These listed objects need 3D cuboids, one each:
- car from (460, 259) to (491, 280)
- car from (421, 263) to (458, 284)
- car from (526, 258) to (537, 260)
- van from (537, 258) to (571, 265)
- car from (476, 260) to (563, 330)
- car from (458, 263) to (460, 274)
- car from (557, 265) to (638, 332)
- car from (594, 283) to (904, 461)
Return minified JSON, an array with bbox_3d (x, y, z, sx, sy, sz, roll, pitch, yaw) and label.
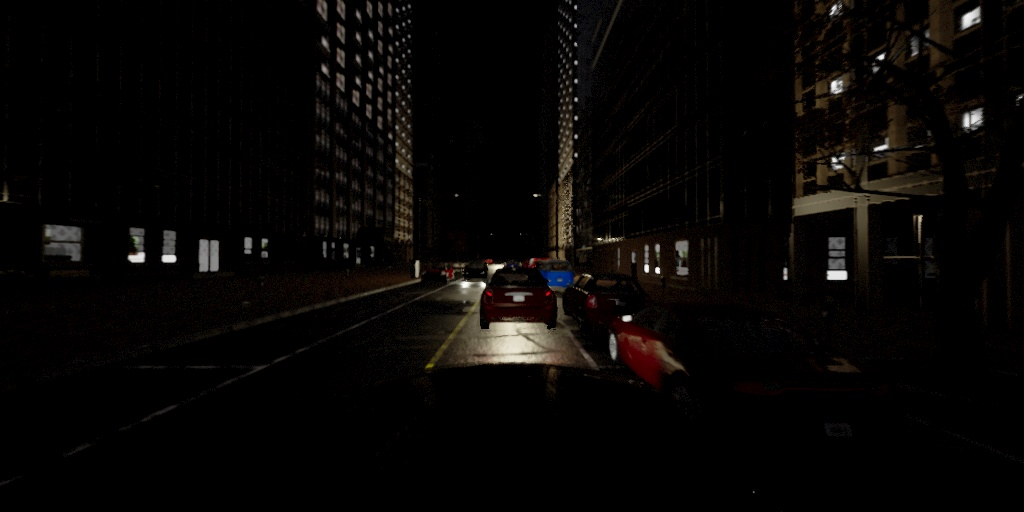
[{"bbox_3d":[-3.084,1.291,31.715,1.882,1.535,5.008,0,0,0],"label":"car"},{"bbox_3d":[-5.689,1.246,27.726,1.967,1.591,4.097,0,0,0],"label":"car"},{"bbox_3d":[2.691,1.132,33.396,2.192,1.841,5.009,0,0,0],"label":"car"},{"bbox_3d":[2.691,1.135,22.112,1.690,1.789,3.998,0,0,0],"label":"van"},{"bbox_3d":[0.127,1.124,11.429,2.097,1.767,4.553,0,0,-1],"label":"car"},{"bbox_3d":[-5.690,1.378,39.011,2.007,1.370,4.403,0,0,0],"label":"car"},{"bbox_3d":[2.692,1.210,10.830,1.967,1.591,4.097,0,0,0],"label":"car"},{"bbox_3d":[2.691,1.303,5.188,1.888,1.381,4.507,0,0,0],"label":"car"}]
